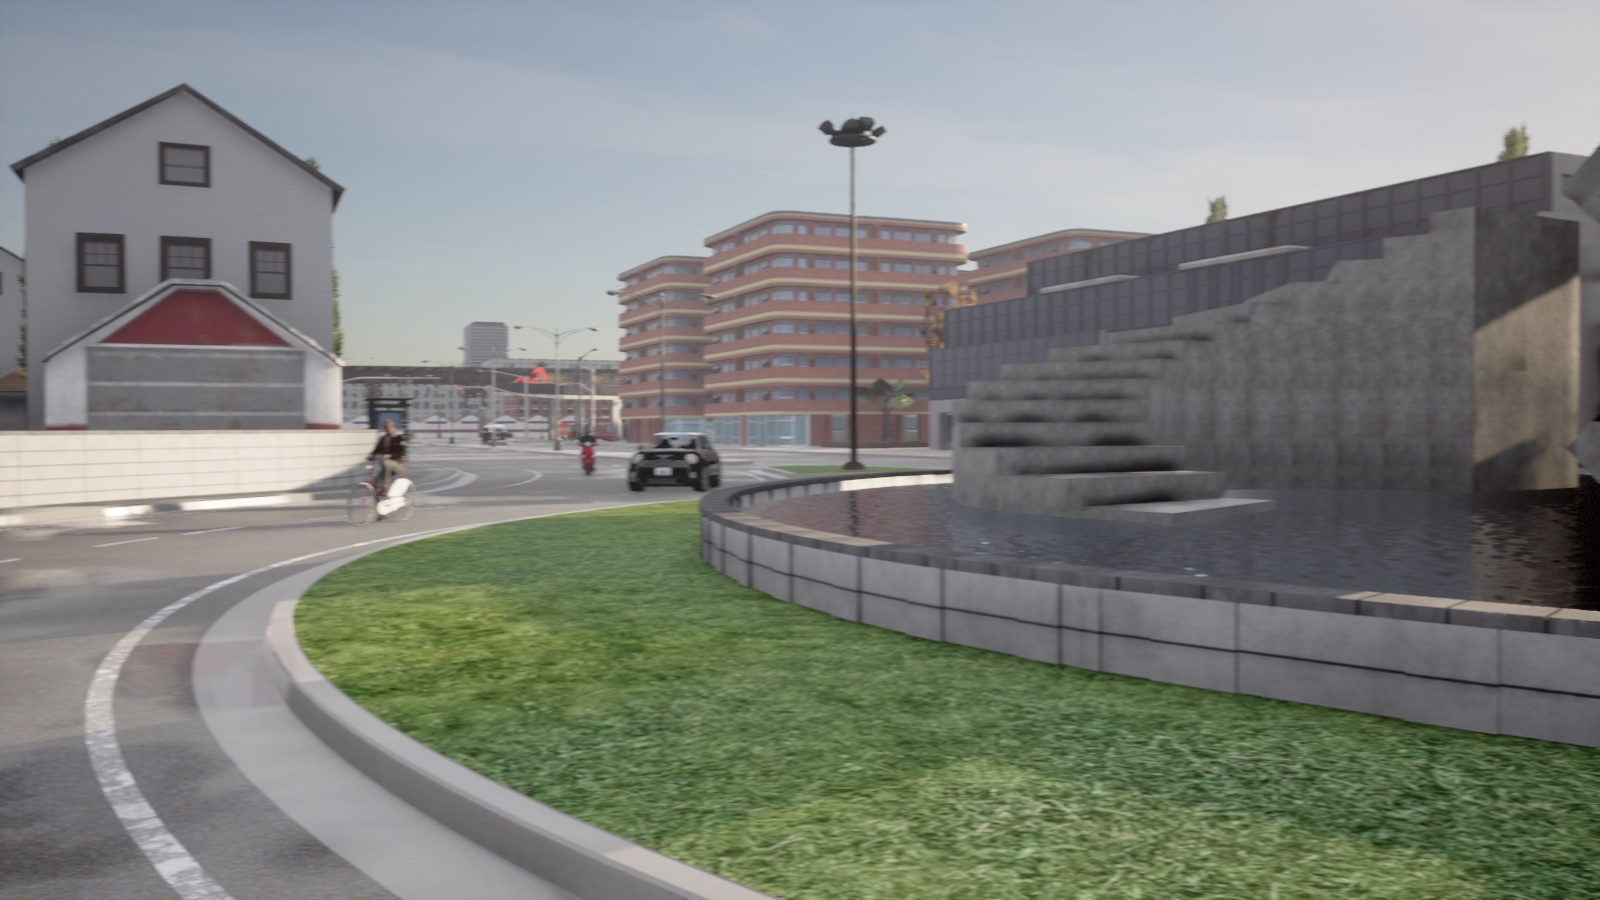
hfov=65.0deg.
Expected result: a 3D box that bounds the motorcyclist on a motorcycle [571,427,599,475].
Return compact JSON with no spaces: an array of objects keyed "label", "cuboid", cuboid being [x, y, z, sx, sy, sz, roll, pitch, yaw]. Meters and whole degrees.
[{"label":"motorcyclist on a motorcycle","cuboid":[-7.294,0.022,42.581,0.866,1.590,1.817,0,1,-11]}]

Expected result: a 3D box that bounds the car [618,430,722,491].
[{"label":"car","cuboid":[-3.276,0.222,32.407,1.970,1.475,3.806,0,1,5]}]

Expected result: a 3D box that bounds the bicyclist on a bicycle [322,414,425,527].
[{"label":"bicyclist on a bicycle","cuboid":[-7.019,0.316,20.759,0.659,1.776,1.843,1,1,16]}]
